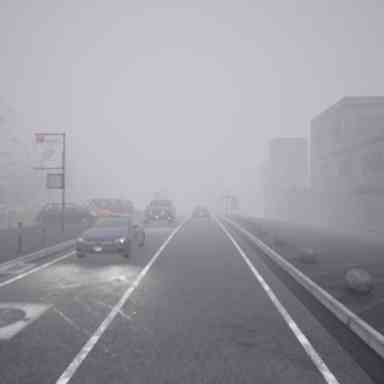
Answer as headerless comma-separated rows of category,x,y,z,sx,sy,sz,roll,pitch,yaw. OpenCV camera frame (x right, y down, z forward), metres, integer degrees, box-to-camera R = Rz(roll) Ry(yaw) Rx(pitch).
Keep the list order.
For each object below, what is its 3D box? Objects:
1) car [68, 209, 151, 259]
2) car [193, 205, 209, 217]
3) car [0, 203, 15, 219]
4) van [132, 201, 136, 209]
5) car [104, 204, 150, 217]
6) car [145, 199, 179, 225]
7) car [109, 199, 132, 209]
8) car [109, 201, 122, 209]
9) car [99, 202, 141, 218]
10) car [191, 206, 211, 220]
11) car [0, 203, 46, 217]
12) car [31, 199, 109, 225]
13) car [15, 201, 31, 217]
car,-3.012,1.629,13.211,1.812,1.442,4.674,0,-1,2
car,1.298,2.647,46.404,2.128,1.511,4.902,0,-3,2
car,-20.879,1.596,32.218,5.566,2.045,2.435,0,-2,1
van,-8.651,1.880,36.492,4.442,1.987,1.878,0,-2,1
car,-8.211,2.362,42.423,5.366,1.575,1.946,0,-3,1
car,-2.579,1.621,27.982,2.150,2.045,5.566,0,-2,2
car,-8.703,1.620,30.304,5.566,2.045,2.435,0,-2,1
car,-8.737,1.776,27.380,5.008,1.535,2.097,0,-2,1
car,-8.495,2.106,39.519,4.553,1.767,2.185,0,-3,1
car,0.955,2.221,35.102,1.994,1.385,4.181,0,-2,2
car,-20.896,2.181,40.583,5.366,1.575,1.946,0,-3,1
car,-8.820,1.553,24.351,4.553,1.767,2.185,0,-2,1
car,-20.959,2.066,37.925,5.366,1.575,1.946,0,-2,1
